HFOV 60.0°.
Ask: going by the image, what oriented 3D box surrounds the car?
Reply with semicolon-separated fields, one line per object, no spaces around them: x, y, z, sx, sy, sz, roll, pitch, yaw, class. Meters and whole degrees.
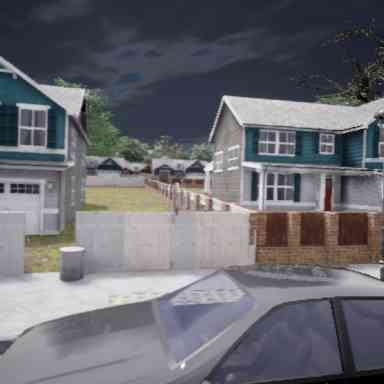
0.895;1.508;3.273;5.357;1.411;2.033;1;1;-12;car
